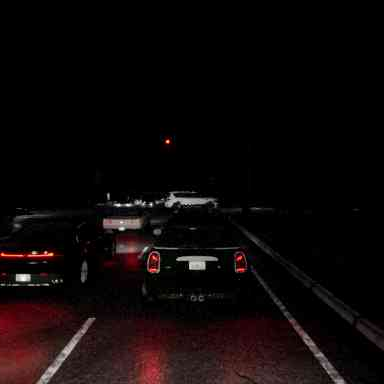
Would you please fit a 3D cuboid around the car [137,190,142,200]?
[{"bbox_3d":[-10.681,0.709,63.313,2.150,2.045,5.566,0,1,0],"label":"car"}]

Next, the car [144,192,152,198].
[{"bbox_3d":[-11.085,0.742,84.174,1.812,1.442,4.674,0,1,-3],"label":"car"}]

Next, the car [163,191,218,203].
[{"bbox_3d":[0.006,0.965,34.740,5.566,2.045,2.150,0,1,-3],"label":"car"}]

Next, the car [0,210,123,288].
[{"bbox_3d":[-3.415,1.468,9.145,1.837,1.490,4.892,0,0,0],"label":"car"}]

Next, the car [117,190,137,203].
[{"bbox_3d":[-10.695,0.928,53.872,2.097,1.767,4.553,0,0,0],"label":"car"}]

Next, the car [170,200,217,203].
[{"bbox_3d":[0.061,1.388,17.289,2.128,1.511,4.902,0,0,1],"label":"car"}]

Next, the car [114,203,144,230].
[{"bbox_3d":[-3.435,1.487,18.466,1.895,1.301,4.718,0,1,0],"label":"car"}]

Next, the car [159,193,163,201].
[{"bbox_3d":[-7.171,1.005,66.088,2.033,1.411,5.357,0,1,1],"label":"car"}]

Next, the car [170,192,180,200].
[{"bbox_3d":[-3.590,0.894,69.702,1.882,1.535,5.008,0,1,-1],"label":"car"}]

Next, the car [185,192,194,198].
[{"bbox_3d":[-0.680,0.707,86.096,1.812,1.442,4.674,0,1,-4],"label":"car"}]

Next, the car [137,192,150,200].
[{"bbox_3d":[-10.732,0.894,73.537,2.128,1.511,4.902,0,1,-1],"label":"car"}]

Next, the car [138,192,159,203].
[{"bbox_3d":[-7.200,1.105,56.020,2.033,1.411,5.357,0,1,0],"label":"car"}]

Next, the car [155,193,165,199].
[{"bbox_3d":[-7.301,0.870,76.515,2.033,1.411,5.357,0,1,-1],"label":"car"}]

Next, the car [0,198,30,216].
[{"bbox_3d":[-16.762,1.295,29.351,4.892,1.490,1.837,0,0,11],"label":"car"}]

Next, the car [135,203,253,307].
[{"bbox_3d":[0.088,1.323,8.092,2.097,1.767,4.553,0,0,0],"label":"car"}]

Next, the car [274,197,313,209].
[{"bbox_3d":[12.126,1.306,39.167,4.718,1.301,1.895,0,1,-3],"label":"car"}]

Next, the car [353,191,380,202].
[{"bbox_3d":[21.877,0.922,39.734,5.566,2.045,2.150,0,1,-3],"label":"car"}]
